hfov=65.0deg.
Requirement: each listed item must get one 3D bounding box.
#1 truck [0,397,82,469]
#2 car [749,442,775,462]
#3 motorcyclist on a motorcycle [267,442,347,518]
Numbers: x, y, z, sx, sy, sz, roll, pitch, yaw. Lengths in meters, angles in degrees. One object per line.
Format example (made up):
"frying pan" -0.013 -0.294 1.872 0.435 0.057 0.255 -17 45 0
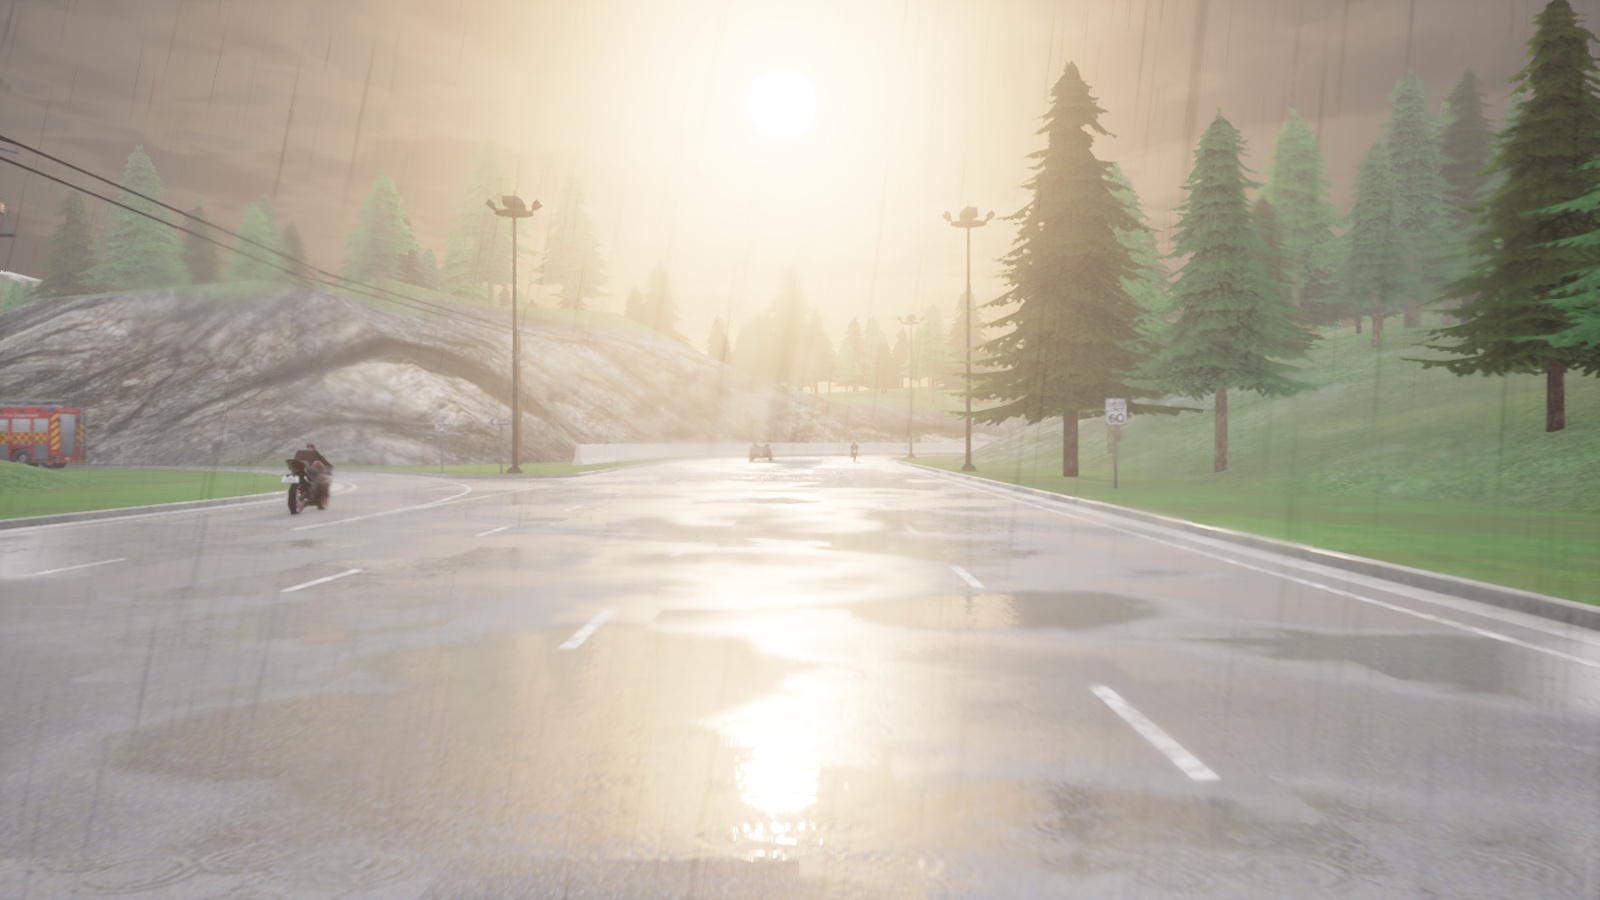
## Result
"truck" -43.933 -0.912 68.309 8.468 3.827 2.891 0 0 8
"car" -2.917 0.111 96.378 1.845 1.501 3.633 0 0 1
"motorcyclist on a motorcycle" -10.381 0.595 26.528 0.866 1.530 2.191 0 0 -2
